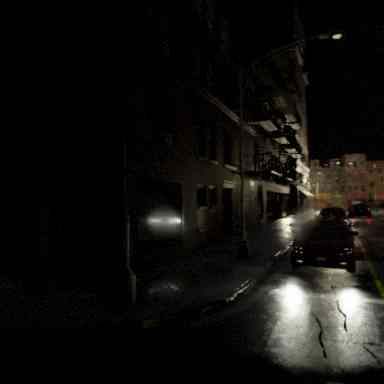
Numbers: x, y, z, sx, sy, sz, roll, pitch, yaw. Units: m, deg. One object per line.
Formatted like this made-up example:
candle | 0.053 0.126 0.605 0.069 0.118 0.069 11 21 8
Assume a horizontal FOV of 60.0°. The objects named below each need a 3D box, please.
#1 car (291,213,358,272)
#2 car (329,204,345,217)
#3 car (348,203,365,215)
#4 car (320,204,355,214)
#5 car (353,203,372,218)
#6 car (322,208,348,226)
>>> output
car | 4.814 1.732 11.992 1.882 1.535 5.008 -2 -2 25
car | 19.367 2.429 44.431 1.882 1.535 5.008 -2 -2 24
car | 23.905 2.433 48.496 1.882 1.535 5.008 -2 -2 24
car | 8.886 1.786 21.071 2.097 1.767 4.553 -2 -2 24
car | 19.873 2.110 39.292 2.097 1.767 4.553 -2 -2 24
car | 12.853 2.180 30.003 1.994 1.385 4.181 -2 -2 23
